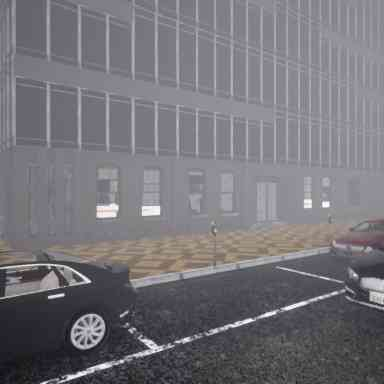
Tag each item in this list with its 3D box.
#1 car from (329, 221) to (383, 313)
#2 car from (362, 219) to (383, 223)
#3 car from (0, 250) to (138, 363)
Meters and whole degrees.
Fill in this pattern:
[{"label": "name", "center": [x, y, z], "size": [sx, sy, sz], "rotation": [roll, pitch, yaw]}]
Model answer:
[{"label": "car", "center": [5.106, 1.491, 6.910], "size": [4.902, 1.511, 2.128], "rotation": [0, 0, -36]}, {"label": "car", "center": [6.353, 1.582, 11.111], "size": [4.206, 1.307, 1.802], "rotation": [0, 0, -36]}, {"label": "car", "center": [-2.905, 1.551, 4.487], "size": [4.403, 1.369, 2.008], "rotation": [0, 0, -36]}]
